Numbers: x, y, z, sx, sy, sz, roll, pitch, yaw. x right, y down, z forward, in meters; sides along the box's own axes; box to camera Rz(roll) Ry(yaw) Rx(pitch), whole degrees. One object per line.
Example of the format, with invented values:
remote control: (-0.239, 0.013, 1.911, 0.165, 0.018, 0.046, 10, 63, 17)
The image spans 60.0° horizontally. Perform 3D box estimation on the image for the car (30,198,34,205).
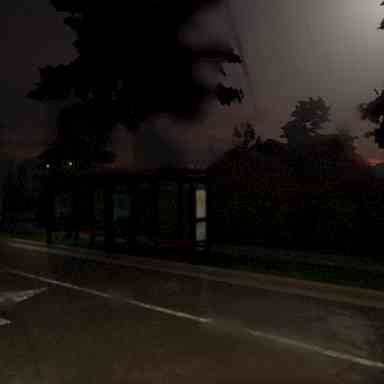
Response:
car: (-27.926, 1.683, 56.251, 3.806, 1.475, 1.970, -1, 0, 36)
